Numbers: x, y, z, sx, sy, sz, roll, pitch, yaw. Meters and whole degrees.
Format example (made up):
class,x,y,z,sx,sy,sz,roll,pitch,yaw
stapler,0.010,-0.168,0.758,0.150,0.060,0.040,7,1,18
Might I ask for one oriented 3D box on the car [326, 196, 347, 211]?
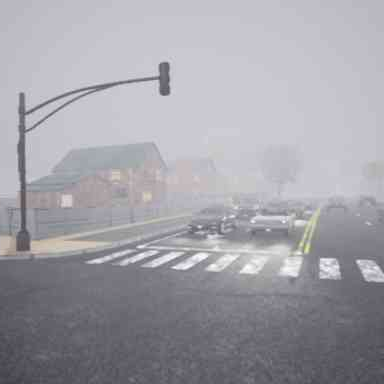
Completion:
class,x,y,z,sx,sy,sz,roll,pitch,yaw
car,14.707,1.122,33.919,2.033,1.411,5.357,-2,0,23

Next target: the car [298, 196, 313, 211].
class,x,y,z,sx,sy,sz,roll,pitch,yaw
car,11.750,1.182,35.627,1.812,1.442,4.674,-2,0,23

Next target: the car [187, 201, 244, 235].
class,x,y,z,sx,sy,sz,roll,pitch,yaw
car,1.272,1.451,18.674,1.837,1.490,4.892,-2,0,22

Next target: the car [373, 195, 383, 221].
class,x,y,z,sx,sy,sz,roll,pitch,yaw
car,12.367,0.994,19.667,2.097,1.767,4.553,-2,0,22

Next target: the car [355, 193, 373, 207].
class,x,y,z,sx,sy,sz,roll,pitch,yaw
car,20.301,0.929,38.768,1.837,1.490,4.892,-2,0,23

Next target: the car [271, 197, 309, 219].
class,x,y,z,sx,sy,sz,roll,pitch,yaw
car,7.791,1.328,26.161,1.994,1.385,4.181,-2,0,22

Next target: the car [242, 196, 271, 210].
class,x,y,z,sx,sy,sz,roll,pitch,yaw
car,4.953,1.193,27.815,2.097,1.767,4.553,-2,0,22

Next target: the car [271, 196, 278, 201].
class,x,y,z,sx,sy,sz,roll,pitch,yaw
car,8.989,1.210,37.422,1.882,1.535,5.008,-2,0,24

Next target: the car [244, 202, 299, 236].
class,x,y,z,sx,sy,sz,roll,pitch,yaw
car,4.391,1.463,17.729,1.895,1.301,4.718,-2,0,22
